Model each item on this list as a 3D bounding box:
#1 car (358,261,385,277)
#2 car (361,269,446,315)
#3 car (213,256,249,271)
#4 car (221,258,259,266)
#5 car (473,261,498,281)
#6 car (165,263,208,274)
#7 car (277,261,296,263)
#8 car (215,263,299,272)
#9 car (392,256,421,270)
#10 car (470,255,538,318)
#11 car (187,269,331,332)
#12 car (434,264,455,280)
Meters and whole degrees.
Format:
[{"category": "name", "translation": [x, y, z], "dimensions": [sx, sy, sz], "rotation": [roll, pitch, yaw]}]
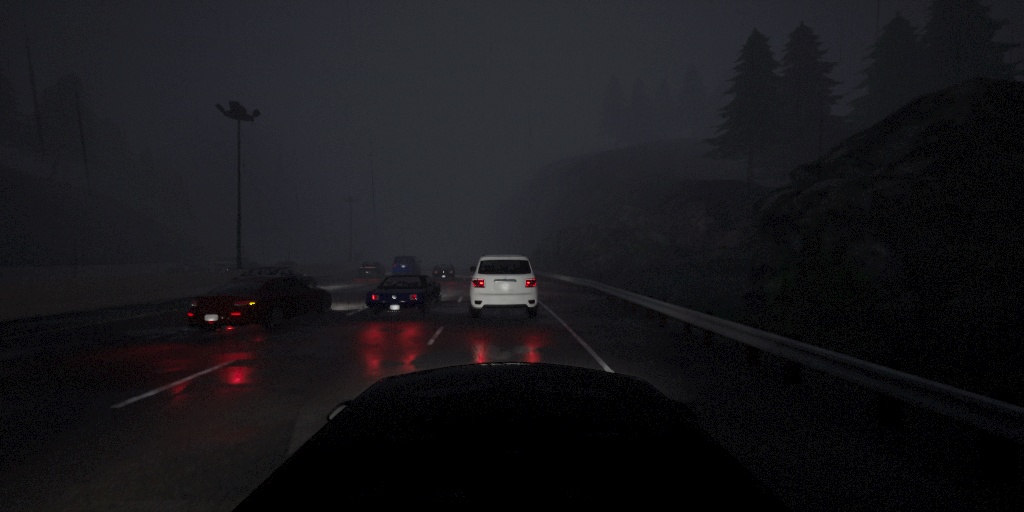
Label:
[{"category": "car", "translation": [-13.723, 1.273, 35.263], "dimensions": [2.128, 1.511, 4.902], "rotation": [0, 0, -11]}, {"category": "car", "translation": [-3.906, 1.360, 13.770], "dimensions": [1.895, 1.301, 4.718], "rotation": [0, 0, -4]}, {"category": "car", "translation": [-33.627, 1.047, 43.390], "dimensions": [2.150, 2.045, 5.566], "rotation": [0, 0, -14]}, {"category": "car", "translation": [-28.978, 1.318, 38.991], "dimensions": [1.837, 1.490, 4.892], "rotation": [0, 0, -13]}, {"category": "car", "translation": [-2.446, 1.262, 31.667], "dimensions": [1.837, 1.490, 4.892], "rotation": [0, 0, -9]}, {"category": "car", "translation": [-36.478, 1.432, 40.385], "dimensions": [1.895, 1.301, 4.718], "rotation": [0, 0, -14]}, {"category": "car", "translation": [-25.785, 1.311, 40.714], "dimensions": [1.837, 1.490, 4.892], "rotation": [0, 0, -13]}, {"category": "car", "translation": [-11.215, 1.267, 17.200], "dimensions": [2.128, 1.511, 4.902], "rotation": [0, 0, -5]}, {"category": "car", "translation": [-9.863, 0.995, 33.703], "dimensions": [2.150, 2.045, 5.566], "rotation": [0, 0, -10]}, {"category": "car", "translation": [-0.366, 0.973, 13.269], "dimensions": [2.150, 2.045, 5.566], "rotation": [0, 0, -4]}, {"category": "car", "translation": [-7.255, 1.292, 10.811], "dimensions": [1.812, 1.442, 4.674], "rotation": [0, 0, -3]}, {"category": "car", "translation": [-5.943, 1.365, 31.539], "dimensions": [1.895, 1.301, 4.718], "rotation": [0, 0, -9]}]
